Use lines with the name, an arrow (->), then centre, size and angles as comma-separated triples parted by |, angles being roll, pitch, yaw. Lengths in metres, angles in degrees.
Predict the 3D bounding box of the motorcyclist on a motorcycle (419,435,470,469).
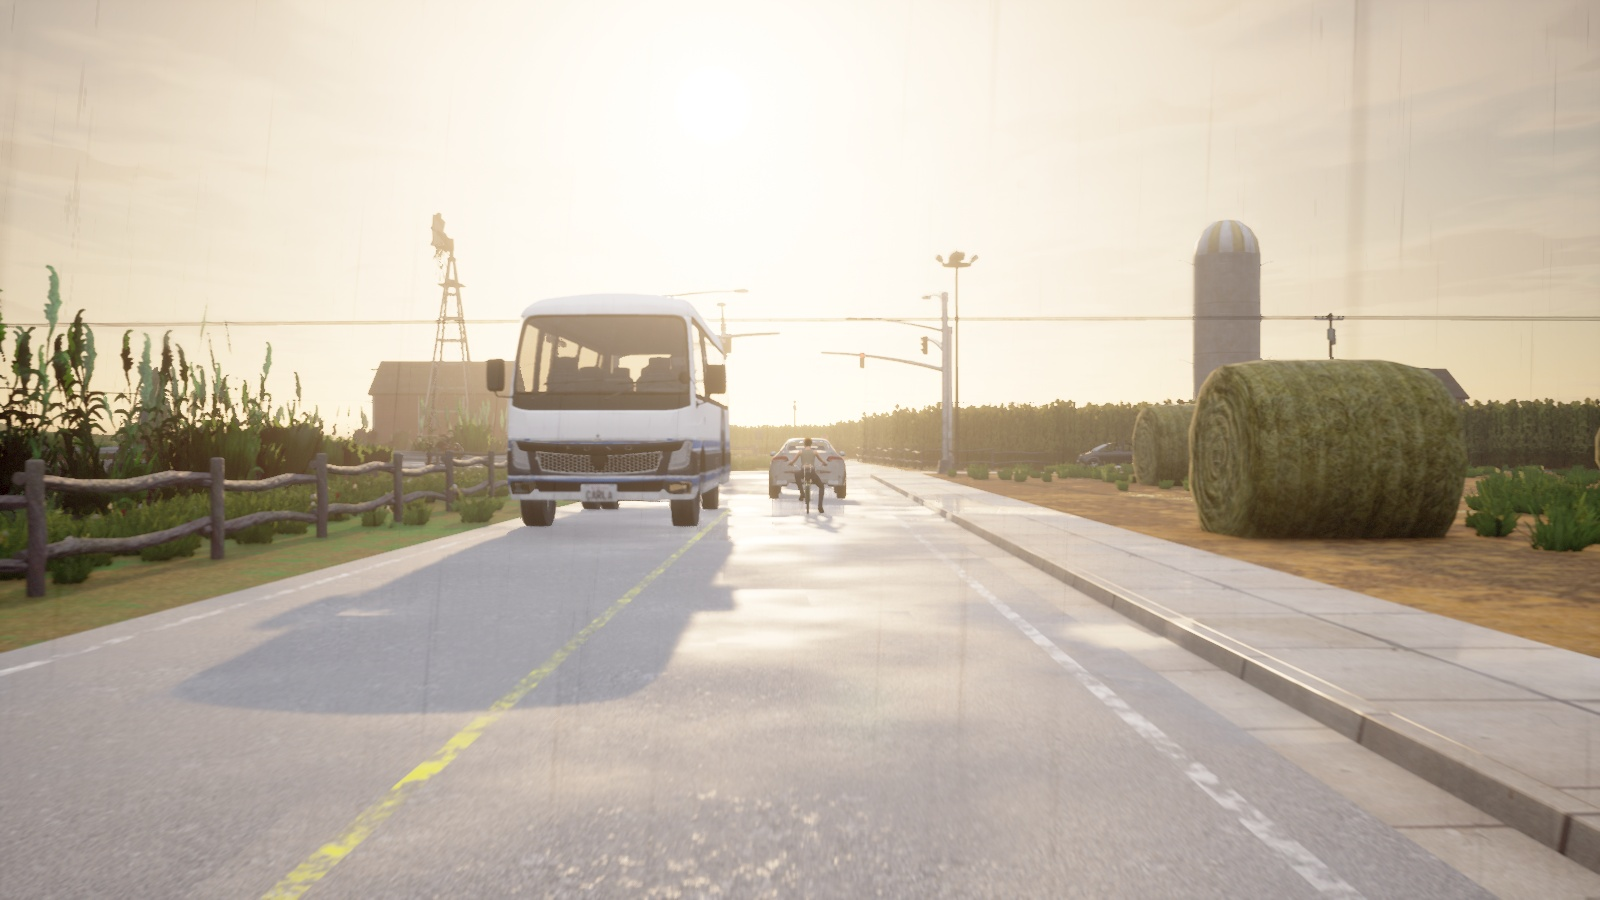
motorcyclist on a motorcycle -> -17.435, 0.084, 61.603 | 2.191, 1.530, 0.866 | 3, 0, 3

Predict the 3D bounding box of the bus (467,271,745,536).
bus -> -3.340, -0.775, 25.254 | 3.944, 4.253, 10.273 | 0, 0, 0

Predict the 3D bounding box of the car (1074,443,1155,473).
car -> 16.216, 0.407, 64.892 | 3.705, 1.549, 1.789 | 0, 0, -2

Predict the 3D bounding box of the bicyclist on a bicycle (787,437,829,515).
bicyclist on a bicycle -> 0.165, 0.533, 26.617 | 0.866, 1.612, 1.509 | 0, 0, 0

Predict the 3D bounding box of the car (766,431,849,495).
car -> 0.215, 0.326, 35.344 | 2.152, 1.651, 5.027 | 0, 0, 0
